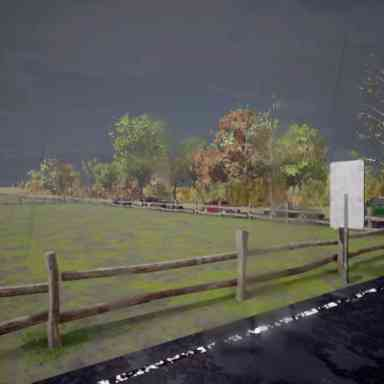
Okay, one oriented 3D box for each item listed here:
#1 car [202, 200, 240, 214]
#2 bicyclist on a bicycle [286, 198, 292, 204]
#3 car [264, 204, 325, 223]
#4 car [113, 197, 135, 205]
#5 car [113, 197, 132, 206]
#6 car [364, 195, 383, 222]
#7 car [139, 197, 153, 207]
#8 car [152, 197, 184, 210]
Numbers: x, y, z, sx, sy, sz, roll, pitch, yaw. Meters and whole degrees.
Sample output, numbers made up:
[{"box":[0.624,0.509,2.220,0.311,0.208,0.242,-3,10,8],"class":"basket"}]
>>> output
[{"box":[2.868,1.555,33.874,1.812,1.442,4.674,0,0,-35],"class":"car"},{"box":[9.922,1.481,34.175,1.656,1.620,0.582,0,0,-35],"class":"bicyclist on a bicycle"},{"box":[8.049,1.619,26.388,1.895,1.301,4.718,0,0,-35],"class":"car"},{"box":[-12.579,1.580,61.205,2.033,1.411,5.357,0,0,-35],"class":"car"},{"box":[-11.473,1.605,54.770,1.994,1.385,4.181,0,0,-35],"class":"car"},{"box":[13.789,1.232,23.279,2.150,2.045,5.566,0,0,-35],"class":"car"},{"box":[-6.631,1.515,52.694,1.882,1.535,5.008,0,0,-34],"class":"car"},{"box":[-2.826,1.600,42.120,1.994,1.385,4.181,0,0,-35],"class":"car"}]
